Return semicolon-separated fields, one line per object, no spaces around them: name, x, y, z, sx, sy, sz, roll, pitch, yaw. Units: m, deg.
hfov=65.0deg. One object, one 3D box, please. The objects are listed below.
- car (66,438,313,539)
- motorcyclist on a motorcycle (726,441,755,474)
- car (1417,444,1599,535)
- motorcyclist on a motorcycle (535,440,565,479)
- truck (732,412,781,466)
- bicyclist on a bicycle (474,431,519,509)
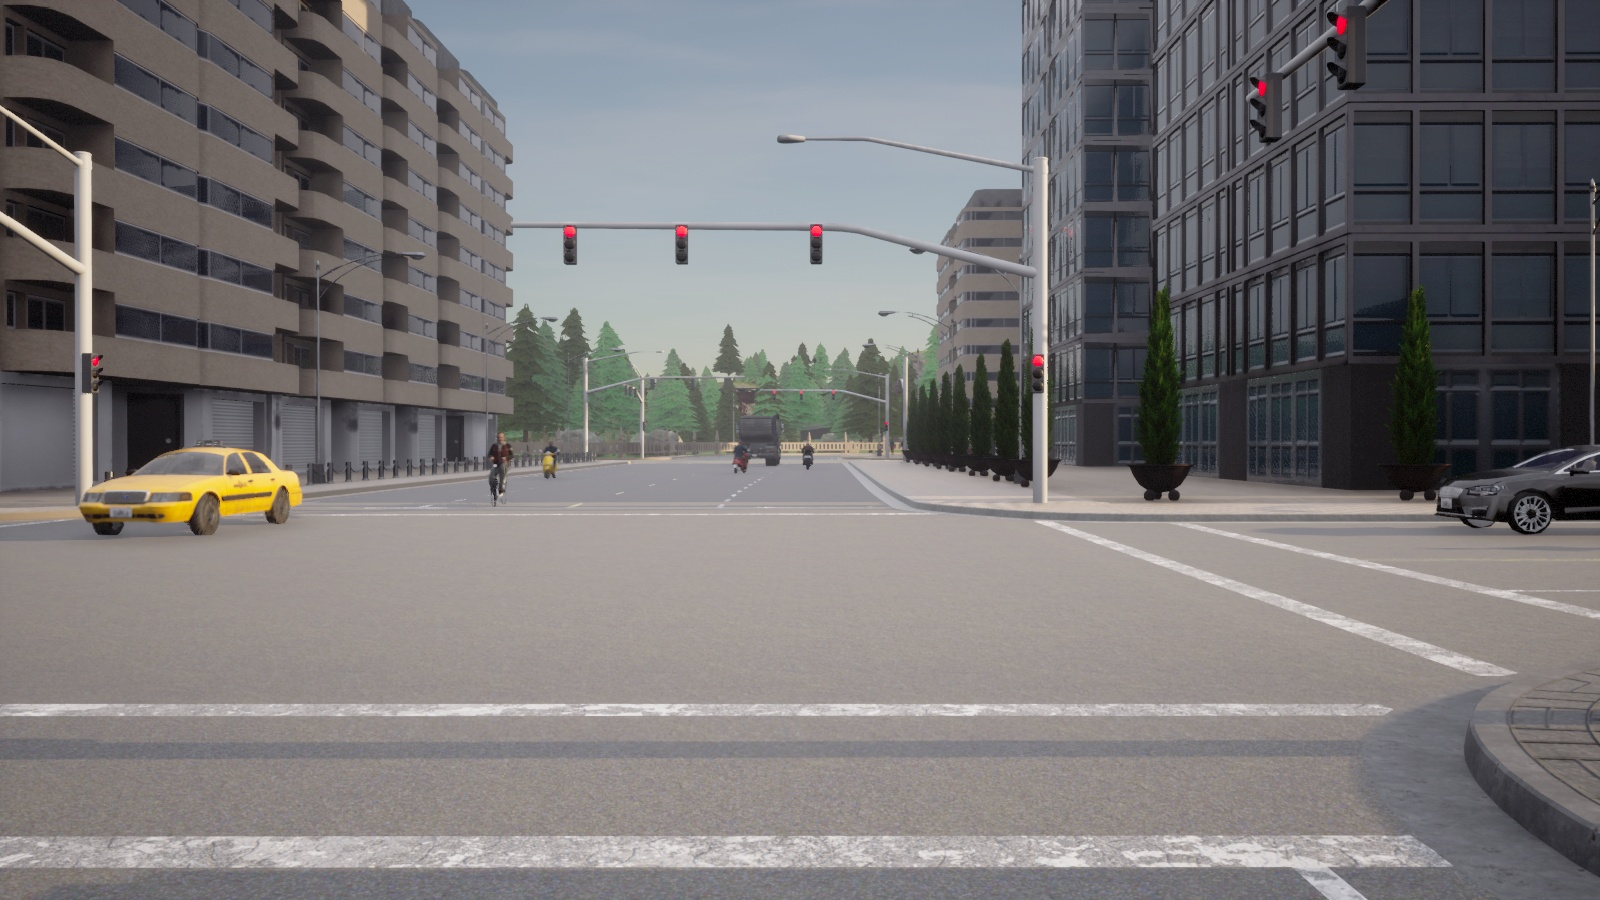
car;-10.561;0.580;22.268;1.801;1.575;5.366;0;0;0
motorcyclist on a motorcycle;-2.867;0.355;60.856;0.866;1.590;1.817;1;0;15
car;13.678;0.646;21.788;4.902;1.511;2.128;0;0;1
motorcyclist on a motorcycle;-10.386;0.397;52.157;0.866;1.590;1.817;0;0;1
truck;-2.822;-0.710;83.605;2.891;3.462;7.936;0;0;1
bicyclist on a bicycle;-7.067;0.446;29.346;0.659;1.776;1.843;0;0;-2
